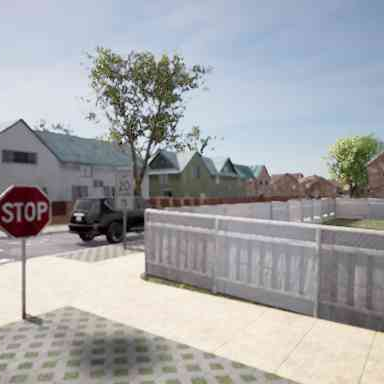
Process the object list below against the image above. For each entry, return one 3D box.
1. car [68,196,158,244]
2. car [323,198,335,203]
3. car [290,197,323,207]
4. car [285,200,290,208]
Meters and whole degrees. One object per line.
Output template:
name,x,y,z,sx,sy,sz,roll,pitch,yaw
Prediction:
car,-3.171,1.204,15.993,2.150,2.045,5.566,-1,-1,35
car,19.963,1.621,49.623,1.882,1.535,5.008,-1,-1,35
car,14.233,1.457,41.206,2.097,1.767,4.553,-1,-1,35
car,14.495,1.645,46.525,2.128,1.511,4.902,-1,-1,35
